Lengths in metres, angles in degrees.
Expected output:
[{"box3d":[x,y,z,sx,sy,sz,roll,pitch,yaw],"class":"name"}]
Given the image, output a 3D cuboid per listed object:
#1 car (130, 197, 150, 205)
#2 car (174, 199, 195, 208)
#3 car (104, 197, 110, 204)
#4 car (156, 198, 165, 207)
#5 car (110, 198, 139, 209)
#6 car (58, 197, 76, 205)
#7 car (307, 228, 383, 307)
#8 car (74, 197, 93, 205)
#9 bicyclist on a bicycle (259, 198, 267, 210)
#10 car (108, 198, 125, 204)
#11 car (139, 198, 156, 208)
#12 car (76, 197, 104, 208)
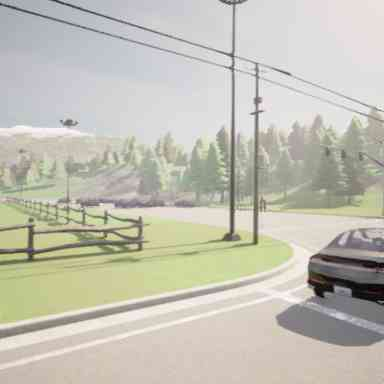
[{"box3d":[-11.004,1.878,69.832,2.033,1.411,5.357,1,0,-35],"class":"car"},{"box3d":[-1.352,1.899,56.129,1.994,1.385,4.181,1,0,-35],"class":"car"},{"box3d":[-19.130,1.735,69.134,1.882,1.535,5.008,1,0,-35],"class":"car"},{"box3d":[-6.495,1.787,57.372,2.128,1.511,4.902,1,-1,-35],"class":"car"},{"box3d":[-10.277,1.746,50.570,1.812,1.442,4.674,1,0,-35],"class":"car"},{"box3d":[-24.793,1.707,65.153,1.812,1.442,4.674,1,0,-35],"class":"car"},{"box3d":[4.429,1.578,7.623,4.902,1.511,2.128,1,0,-44],"class":"car"},{"box3d":[-21.956,1.761,67.107,2.033,1.411,5.357,1,0,-35],"class":"car"},{"box3d":[10.003,1.682,46.839,1.656,1.620,0.582,0,0,-35],"class":"bicyclist on a bicycle"},{"box3d":[-16.150,1.890,70.974,1.895,1.301,4.718,1,0,-35],"class":"car"},{"box3d":[-8.226,1.859,53.741,1.895,1.301,4.718,1,0,-35],"class":"car"},{"box3d":[-16.265,1.672,53.017,2.128,1.511,4.902,1,-1,-35],"class":"car"}]
